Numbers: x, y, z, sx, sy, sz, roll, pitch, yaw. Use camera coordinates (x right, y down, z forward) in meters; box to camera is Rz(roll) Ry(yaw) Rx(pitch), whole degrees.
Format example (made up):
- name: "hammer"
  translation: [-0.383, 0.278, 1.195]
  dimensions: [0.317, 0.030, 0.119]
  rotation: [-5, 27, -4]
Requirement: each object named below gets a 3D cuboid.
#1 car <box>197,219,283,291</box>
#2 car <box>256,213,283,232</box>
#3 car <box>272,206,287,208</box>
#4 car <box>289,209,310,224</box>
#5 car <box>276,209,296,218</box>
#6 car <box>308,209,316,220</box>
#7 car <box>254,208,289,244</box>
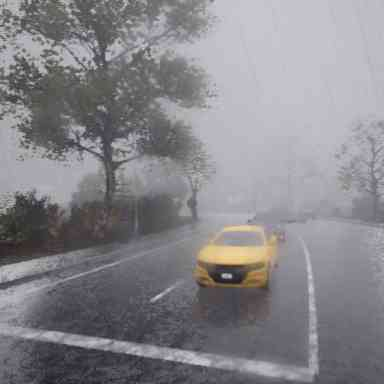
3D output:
- name: "car"
  translation: [1.605, 1.802, 10.305]
  dimensions: [1.882, 1.535, 5.008]
  rotation: [-2, -2, 18]
- name: "car"
  translation: [6.773, 2.620, 29.651]
  dimensions: [2.033, 1.411, 5.357]
  rotation: [-1, -3, 10]
- name: "car"
  translation: [12.617, 3.069, 48.532]
  dimensions: [2.150, 2.045, 5.566]
  rotation: [-1, -3, 2]
- name: "car"
  translation: [11.789, 2.952, 38.272]
  dimensions: [1.994, 1.385, 4.181]
  rotation: [-1, -3, 7]
- name: "car"
  translation: [16.169, 3.696, 57.527]
  dimensions: [1.837, 1.490, 4.892]
  rotation: [-1, -3, -2]
- name: "car"
  translation: [16.023, 3.195, 47.090]
  dimensions: [1.882, 1.535, 5.008]
  rotation: [-1, -3, 3]
- name: "car"
  translation: [4.434, 2.005, 19.694]
  dimensions: [2.097, 1.767, 4.553]
  rotation: [-1, -3, 14]
